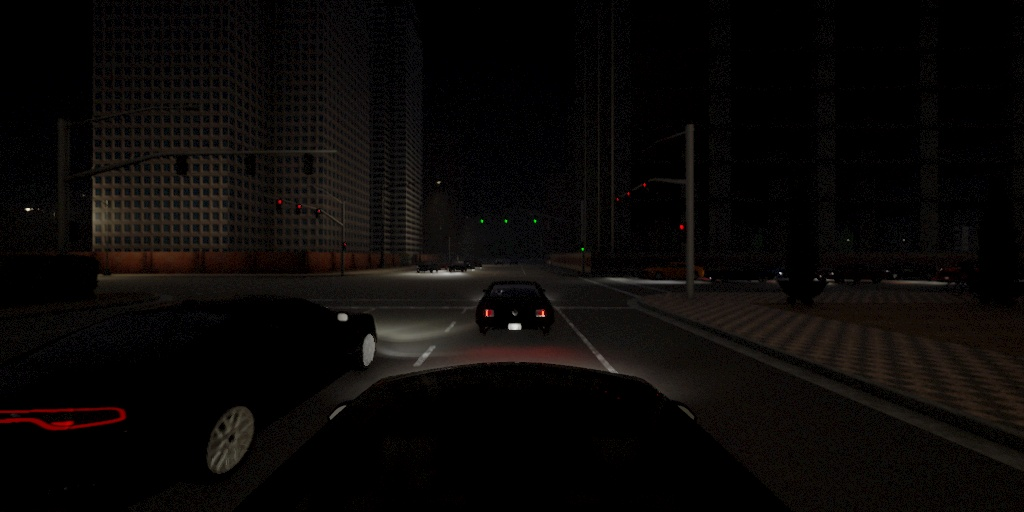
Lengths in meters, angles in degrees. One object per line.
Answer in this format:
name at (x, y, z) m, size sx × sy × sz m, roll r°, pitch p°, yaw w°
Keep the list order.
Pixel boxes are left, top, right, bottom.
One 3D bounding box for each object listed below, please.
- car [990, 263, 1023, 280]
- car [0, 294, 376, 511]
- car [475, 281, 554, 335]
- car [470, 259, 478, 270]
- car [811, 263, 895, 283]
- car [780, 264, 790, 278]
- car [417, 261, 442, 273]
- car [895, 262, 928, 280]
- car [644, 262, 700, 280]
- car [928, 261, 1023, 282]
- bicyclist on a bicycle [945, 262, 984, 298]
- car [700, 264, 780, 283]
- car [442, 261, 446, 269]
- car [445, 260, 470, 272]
car at (46.195, 1.375, 31.613) m, size 5.357 × 1.411 × 2.033 m, roll 0°, pitch 0°, yaw 1°
car at (-3.450, 1.235, 4.671) m, size 1.882 × 1.535 × 5.008 m, roll 0°, pitch 0°, yaw 0°
car at (0.069, 1.374, 10.628) m, size 1.895 × 1.301 × 4.718 m, roll 0°, pitch 0°, yaw 0°
car at (-7.098, 1.398, 57.590) m, size 1.837 × 1.490 × 4.892 m, roll 0°, pitch 0°, yaw 1°
car at (26.680, 1.344, 28.287) m, size 4.674 × 1.442 × 1.812 m, roll 0°, pitch 0°, yaw 0°
car at (24.137, 1.375, 31.812) m, size 5.357 × 1.411 × 2.033 m, roll 0°, pitch 0°, yaw 0°
car at (-10.773, 1.341, 46.023) m, size 1.882 × 1.535 × 5.008 m, roll 0°, pitch 0°, yaw 1°
car at (34.560, 1.319, 31.740) m, size 4.902 × 1.511 × 2.128 m, roll 0°, pitch 0°, yaw 0°
car at (14.326, 1.305, 31.872) m, size 5.008 × 1.535 × 1.882 m, roll 0°, pitch 0°, yaw 0°
car at (36.495, 1.170, 28.225) m, size 4.553 × 1.767 × 2.097 m, roll 0°, pitch 0°, yaw 1°
bicyclist on a bicycle at (20.752, 1.088, 16.350) m, size 0.582 × 1.620 × 1.656 m, roll 0°, pitch 0°, yaw 0°
car at (17.898, 1.419, 28.350) m, size 4.718 × 1.301 × 1.895 m, roll 0°, pitch 0°, yaw 0°
car at (-10.640, 1.488, 55.364) m, size 1.895 × 1.301 × 4.718 m, roll 0°, pitch 0°, yaw 1°
car at (-7.243, 1.470, 48.373) m, size 1.895 × 1.301 × 4.718 m, roll 0°, pitch 0°, yaw 1°
